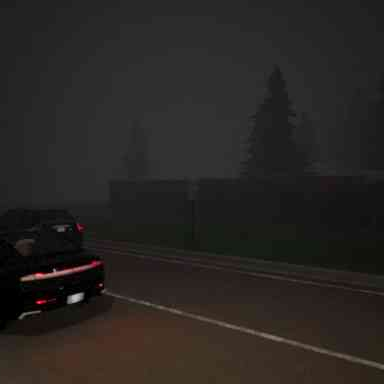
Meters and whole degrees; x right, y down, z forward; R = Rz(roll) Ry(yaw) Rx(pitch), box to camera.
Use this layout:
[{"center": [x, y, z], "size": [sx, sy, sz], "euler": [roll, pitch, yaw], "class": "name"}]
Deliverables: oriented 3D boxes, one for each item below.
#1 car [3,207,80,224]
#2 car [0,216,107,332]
[{"center": [-6.258, 1.338, 12.769], "size": [4.553, 1.767, 2.097], "euler": [0, 0, 35], "class": "car"}, {"center": [-3.838, 1.484, 6.744], "size": [4.902, 1.511, 2.128], "euler": [0, 0, 35], "class": "car"}]
